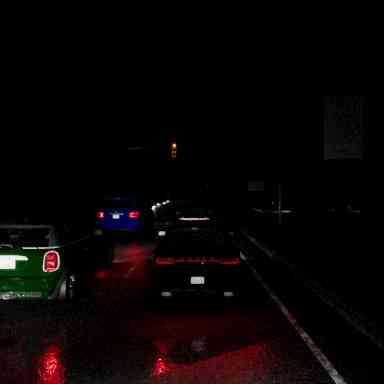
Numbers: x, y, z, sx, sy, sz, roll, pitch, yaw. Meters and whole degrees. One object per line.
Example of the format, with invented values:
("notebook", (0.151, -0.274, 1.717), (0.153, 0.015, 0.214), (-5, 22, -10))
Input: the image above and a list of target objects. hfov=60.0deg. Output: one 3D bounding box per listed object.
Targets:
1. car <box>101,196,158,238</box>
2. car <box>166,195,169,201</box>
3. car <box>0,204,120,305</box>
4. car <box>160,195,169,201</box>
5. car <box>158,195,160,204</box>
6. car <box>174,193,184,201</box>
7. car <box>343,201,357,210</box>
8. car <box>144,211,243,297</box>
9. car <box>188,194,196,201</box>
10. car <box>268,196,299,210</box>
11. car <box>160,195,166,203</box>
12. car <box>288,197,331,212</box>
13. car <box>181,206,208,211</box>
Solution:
("car", (-3.402, 1.221, 17.852), (2.150, 2.045, 5.566), (0, 0, 1))
("car", (-6.923, 1.478, 75.347), (1.882, 1.535, 5.008), (0, 0, 0))
("car", (-3.392, 1.352, 8.234), (2.097, 1.767, 4.553), (0, 0, 0))
("car", (-6.913, 1.459, 85.372), (1.882, 1.535, 5.008), (0, 0, 0))
("car", (-7.029, 1.505, 55.758), (1.837, 1.490, 4.892), (0, 0, 0))
("car", (-3.412, 1.218, 85.608), (2.150, 2.045, 5.566), (0, 0, 0))
("car", (20.570, 1.562, 41.446), (4.181, 1.385, 1.994), (0, 0, 3))
("car", (0.109, 1.478, 8.609), (1.882, 1.535, 5.008), (0, 0, 0))
("car", (0.088, 1.348, 85.927), (2.097, 1.767, 4.553), (0, 0, 0))
("car", (11.989, 1.352, 41.936), (4.553, 1.767, 2.097), (0, 0, 3))
("car", (-6.964, 1.547, 65.538), (2.033, 1.411, 5.357), (0, 0, 1))
("car", (13.746, 1.564, 38.328), (4.181, 1.385, 1.994), (0, 0, 3))
("car", (0.119, 1.491, 18.108), (2.128, 1.511, 4.902), (0, 0, 0))
